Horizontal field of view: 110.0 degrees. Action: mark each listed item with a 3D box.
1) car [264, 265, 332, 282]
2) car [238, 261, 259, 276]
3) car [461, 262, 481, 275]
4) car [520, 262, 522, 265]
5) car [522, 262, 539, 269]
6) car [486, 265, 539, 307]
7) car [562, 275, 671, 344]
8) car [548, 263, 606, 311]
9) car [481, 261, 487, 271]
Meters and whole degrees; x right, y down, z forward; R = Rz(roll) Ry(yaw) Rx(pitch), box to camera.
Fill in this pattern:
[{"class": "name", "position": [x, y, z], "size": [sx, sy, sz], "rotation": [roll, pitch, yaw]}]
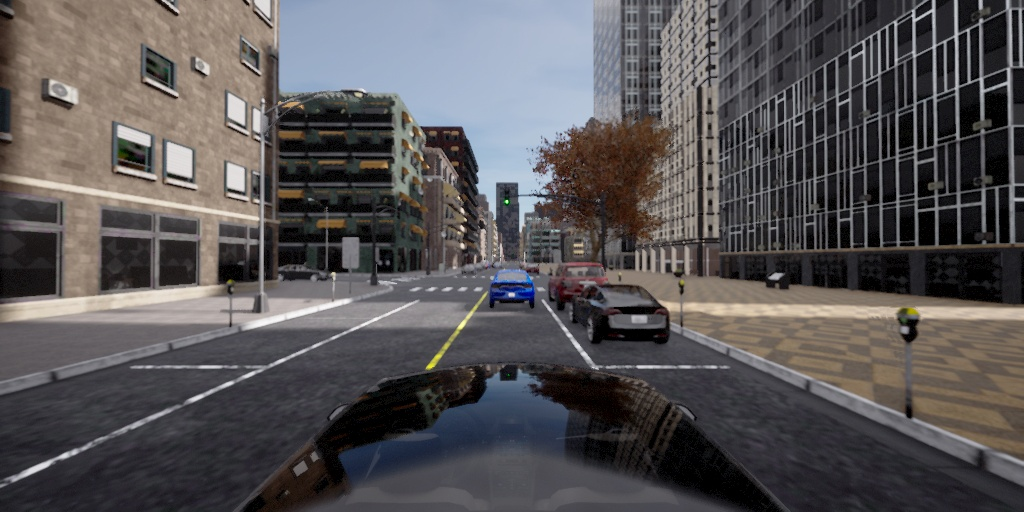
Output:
[{"class": "car", "position": [-16.444, 1.344, 28.135], "size": [4.403, 1.370, 2.007], "rotation": [0, 0, -1]}, {"class": "car", "position": [-21.841, 1.241, 28.079], "size": [4.829, 1.417, 1.751], "rotation": [0, 0, -1]}, {"class": "car", "position": [-5.705, 1.752, 47.552], "size": [2.007, 1.370, 4.403], "rotation": [0, 0, 0]}, {"class": "car", "position": [2.670, 1.844, 58.789], "size": [1.751, 1.417, 4.829], "rotation": [0, 0, 0]}, {"class": "car", "position": [2.675, 1.747, 47.555], "size": [1.888, 1.381, 4.507], "rotation": [0, 0, 0]}, {"class": "car", "position": [0.002, 1.368, 16.334], "size": [1.882, 1.535, 5.008], "rotation": [0, 0, 0]}, {"class": "car", "position": [2.689, 1.392, 9.646], "size": [1.948, 1.339, 4.313], "rotation": [0, 0, 0]}, {"class": "car", "position": [2.687, 1.194, 15.169], "size": [2.192, 1.841, 5.009], "rotation": [0, 0, 0]}, {"class": "car", "position": [-5.710, 1.868, 58.617], "size": [2.007, 1.370, 4.403], "rotation": [0, 0, 0]}]
